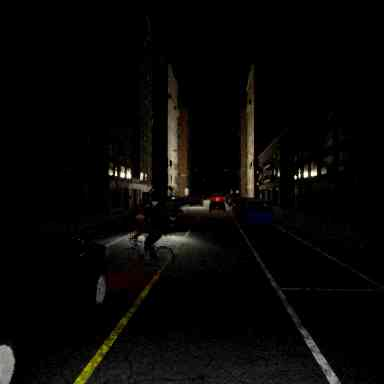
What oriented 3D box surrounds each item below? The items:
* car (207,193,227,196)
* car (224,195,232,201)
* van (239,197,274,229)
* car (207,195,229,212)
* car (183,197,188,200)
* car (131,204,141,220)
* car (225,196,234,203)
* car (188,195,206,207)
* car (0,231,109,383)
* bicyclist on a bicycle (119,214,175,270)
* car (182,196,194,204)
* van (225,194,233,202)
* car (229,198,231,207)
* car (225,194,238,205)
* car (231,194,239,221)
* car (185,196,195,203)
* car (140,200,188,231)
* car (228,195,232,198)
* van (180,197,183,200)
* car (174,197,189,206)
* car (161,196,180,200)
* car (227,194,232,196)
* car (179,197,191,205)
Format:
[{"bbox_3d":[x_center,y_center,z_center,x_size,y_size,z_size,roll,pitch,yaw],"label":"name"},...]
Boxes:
[{"bbox_3d":[3.871,1.243,50.672,2.150,2.045,5.566,0,0,4],"label":"car"},{"bbox_3d":[9.004,1.562,83.855,1.752,1.417,4.829,1,0,4],"label":"car"},{"bbox_3d":[4.214,1.347,21.462,1.690,1.788,3.998,1,0,4],"label":"van"},{"bbox_3d":[3.017,1.507,39.532,2.128,1.511,4.902,0,0,4],"label":"car"},{"bbox_3d":[-2.117,1.603,50.403,1.802,1.307,4.206,1,0,4],"label":"car"},{"bbox_3d":[-3.854,1.590,27.778,1.802,1.307,4.206,1,0,4],"label":"car"},{"bbox_3d":[8.135,1.558,72.541,1.752,1.417,4.829,1,0,4],"label":"car"},{"bbox_3d":[0.659,1.585,50.563,1.994,1.385,4.181,0,0,4],"label":"car"},{"bbox_3d":[-2.833,1.478,5.168,1.882,1.535,5.008,0,0,4],"label":"car"},{"bbox_3d":[-1.320,1.457,9.572,1.656,1.620,0.582,-2,0,4],"label":"bicyclist on a bicycle"},{"bbox_3d":[-0.814,1.596,67.372,1.947,1.339,4.313,1,0,4],"label":"car"},{"bbox_3d":[8.558,1.376,78.029,1.690,1.788,3.998,1,0,4],"label":"van"},{"bbox_3d":[5.514,1.596,38.431,1.802,1.307,4.206,1,0,4],"label":"car"},{"bbox_3d":[7.255,1.342,61.059,2.192,1.841,5.009,1,0,4],"label":"car"},{"bbox_3d":[4.648,1.324,27.118,2.192,1.841,5.009,1,0,4],"label":"car"},{"bbox_3d":[-0.379,1.577,73.028,1.887,1.381,4.507,1,0,4],"label":"car"},{"bbox_3d":[-1.612,1.483,20.954,1.882,1.535,5.008,0,0,4],"label":"car"},{"bbox_3d":[6.383,1.587,49.745,1.947,1.339,4.313,1,0,4],"label":"car"},{"bbox_3d":[-2.549,1.358,44.747,1.690,1.788,3.998,1,0,4],"label":"van"},{"bbox_3d":[-1.682,1.575,56.059,2.008,1.369,4.403,1,0,4],"label":"car"},{"bbox_3d":[-2.984,1.454,39.090,1.967,1.590,4.097,1,0,4],"label":"car"},{"bbox_3d":[6.831,1.550,55.571,1.752,1.417,4.829,1,0,4],"label":"car"},{"bbox_3d":[-1.248,1.593,61.716,1.947,1.339,4.313,1,0,4],"label":"car"}]
